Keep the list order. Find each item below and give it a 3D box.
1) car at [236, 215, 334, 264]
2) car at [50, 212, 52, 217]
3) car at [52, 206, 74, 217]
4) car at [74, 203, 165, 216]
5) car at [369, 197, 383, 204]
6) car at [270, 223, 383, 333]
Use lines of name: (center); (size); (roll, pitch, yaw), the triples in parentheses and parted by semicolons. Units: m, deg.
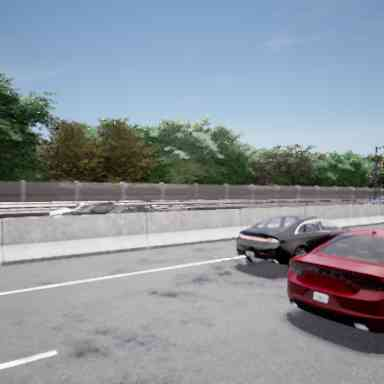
car: (3.582, 1.492, 10.539); (4.902, 1.511, 2.128); (0, 0, -35)
car: (-7.829, 1.514, 24.154); (4.674, 1.442, 1.812); (0, 0, -35)
car: (-5.933, 1.468, 21.209); (5.008, 1.535, 1.882); (0, 0, -35)
car: (-3.673, 1.498, 18.520); (4.892, 1.490, 1.837); (0, 0, -35)
car: (27.736, 1.463, 48.169); (4.553, 1.767, 2.097); (0, 0, -33)
car: (4.015, 1.479, 6.566); (5.008, 1.535, 1.882); (0, 0, -35)
